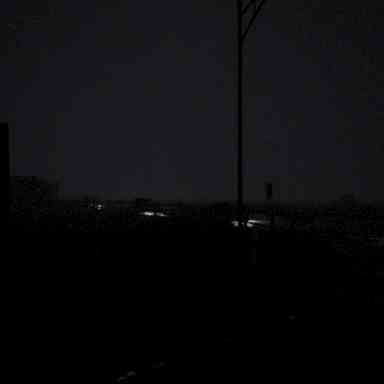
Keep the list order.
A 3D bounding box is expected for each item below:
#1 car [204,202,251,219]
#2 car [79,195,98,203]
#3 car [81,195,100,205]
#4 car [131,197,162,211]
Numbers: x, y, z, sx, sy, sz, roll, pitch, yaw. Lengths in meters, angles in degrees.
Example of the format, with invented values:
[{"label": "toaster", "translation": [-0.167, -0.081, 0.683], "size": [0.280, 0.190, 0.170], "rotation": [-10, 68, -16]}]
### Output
[{"label": "car", "translation": [2.857, 1.513, 27.294], "size": [1.994, 1.385, 4.181], "rotation": [-1, 1, -36]}, {"label": "car", "translation": [-20.916, 1.304, 66.963], "size": [2.128, 1.511, 4.902], "rotation": [-1, 0, -36]}, {"label": "car", "translation": [-16.823, 1.520, 55.043], "size": [1.895, 1.301, 4.718], "rotation": [-1, 0, -36]}, {"label": "car", "translation": [-5.371, 1.386, 38.837], "size": [1.882, 1.535, 5.008], "rotation": [-1, 1, -35]}]
